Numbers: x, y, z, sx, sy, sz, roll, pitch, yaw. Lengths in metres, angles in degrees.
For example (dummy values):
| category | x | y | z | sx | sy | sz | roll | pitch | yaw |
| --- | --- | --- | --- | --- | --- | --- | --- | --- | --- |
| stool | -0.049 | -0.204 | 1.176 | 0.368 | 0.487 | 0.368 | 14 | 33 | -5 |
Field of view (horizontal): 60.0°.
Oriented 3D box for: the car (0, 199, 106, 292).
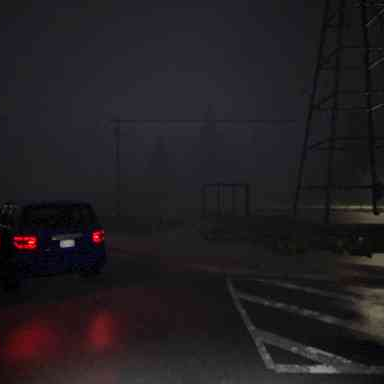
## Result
| category | x | y | z | sx | sy | sz | roll | pitch | yaw |
| --- | --- | --- | --- | --- | --- | --- | --- | --- | --- |
| car | -4.326 | 1.214 | 9.327 | 2.150 | 2.045 | 5.566 | 0 | 0 | -37 |
